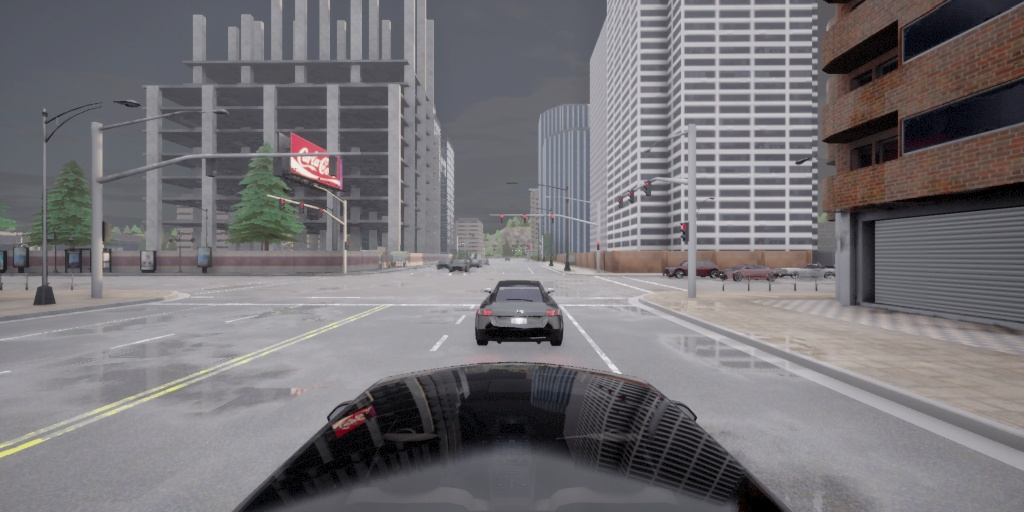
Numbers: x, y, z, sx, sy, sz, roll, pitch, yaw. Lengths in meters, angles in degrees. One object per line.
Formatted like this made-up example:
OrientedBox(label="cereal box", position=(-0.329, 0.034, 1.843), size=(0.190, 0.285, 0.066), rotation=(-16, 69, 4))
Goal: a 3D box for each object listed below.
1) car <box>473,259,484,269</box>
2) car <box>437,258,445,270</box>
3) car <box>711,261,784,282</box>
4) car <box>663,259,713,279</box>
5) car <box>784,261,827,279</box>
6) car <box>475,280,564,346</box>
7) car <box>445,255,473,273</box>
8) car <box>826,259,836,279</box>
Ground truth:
OrientedBox(label="car", position=(-6.087, 1.227, 58.317), size=(1.882, 1.535, 5.008), rotation=(0, 0, 1))
OrientedBox(label="car", position=(-9.691, 1.103, 53.011), size=(2.097, 1.767, 4.553), rotation=(0, 0, 1))
OrientedBox(label="car", position=(18.807, 1.314, 28.809), size=(4.181, 1.385, 1.994), rotation=(0, 0, 1))
OrientedBox(label="car", position=(16.083, 1.102, 32.345), size=(4.553, 1.767, 2.097), rotation=(0, 0, 1))
OrientedBox(label="car", position=(26.297, 1.351, 32.206), size=(4.718, 1.301, 1.895), rotation=(0, 0, 1))
OrientedBox(label="car", position=(0.193, 1.314, 9.444), size=(1.994, 1.385, 4.181), rotation=(0, 0, 1))
OrientedBox(label="car", position=(-6.279, 1.102, 42.826), size=(2.097, 1.767, 4.553), rotation=(0, 0, -1))
OrientedBox(label="car", position=(28.693, 1.227, 28.667), size=(5.008, 1.535, 1.882), rotation=(0, 0, 1))
